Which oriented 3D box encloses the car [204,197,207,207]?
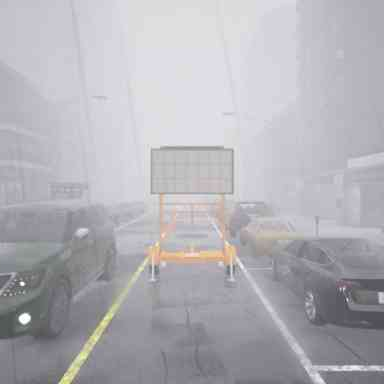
[{"bbox_3d":[2.889,1.545,40.026,2.008,1.369,4.403,0,0,0],"label":"car"}]

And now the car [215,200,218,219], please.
[{"bbox_3d":[2.876,1.523,23.625,1.752,1.417,4.829,0,0,0],"label":"car"}]

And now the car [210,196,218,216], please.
[{"bbox_3d":[2.880,1.436,28.979,1.967,1.590,4.097,0,0,0],"label":"car"}]

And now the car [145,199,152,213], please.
[{"bbox_3d":[-5.641,1.561,34.497,1.947,1.339,4.313,0,0,0],"label":"car"}]

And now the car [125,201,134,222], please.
[{"bbox_3d":[-5.650,1.542,23.447,1.887,1.381,4.507,0,0,0],"label":"car"}]

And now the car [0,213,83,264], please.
[{"bbox_3d":[-5.660,1.581,12.396,1.802,1.307,4.206,0,0,0],"label":"car"}]

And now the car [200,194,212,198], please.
[{"bbox_3d":[2.903,1.307,56.597,2.192,1.841,5.009,0,0,0],"label":"car"}]

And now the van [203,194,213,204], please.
[{"bbox_3d":[2.908,1.332,62.120,1.690,1.788,3.998,0,0,0],"label":"van"}]

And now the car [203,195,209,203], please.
[{"bbox_3d":[2.894,1.544,45.549,2.008,1.369,4.403,0,0,0],"label":"car"}]

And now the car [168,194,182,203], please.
[{"bbox_3d":[-3.026,1.469,57.206,1.882,1.535,5.008,0,0,0],"label":"car"}]

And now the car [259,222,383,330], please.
[{"bbox_3d":[2.862,1.565,6.884,1.947,1.339,4.313,0,0,0],"label":"car"}]

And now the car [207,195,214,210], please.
[{"bbox_3d":[2.885,1.435,34.502,1.967,1.590,4.097,0,0,0],"label":"car"}]

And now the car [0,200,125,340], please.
[{"bbox_3d":[-3.096,1.221,6.881,2.150,2.045,5.566,0,0,0],"label":"car"}]

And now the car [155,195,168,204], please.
[{"bbox_3d":[-5.618,1.431,62.122,1.967,1.590,4.097,0,0,0],"label":"car"}]

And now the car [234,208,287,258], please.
[{"bbox_3d":[2.867,1.524,12.578,1.752,1.417,4.829,0,0,0],"label":"car"}]

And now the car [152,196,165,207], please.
[{"bbox_3d":[-5.627,1.575,51.072,1.802,1.307,4.206,0,0,0],"label":"car"}]

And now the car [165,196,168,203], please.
[{"bbox_3d":[-5.623,1.558,56.597,1.947,1.339,4.313,0,0,0],"label":"car"}]

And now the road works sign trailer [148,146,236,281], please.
[{"bbox_3d":[0.006,0.464,9.790,2.380,3.560,2.880,0,0,0],"label":"road works sign trailer"}]

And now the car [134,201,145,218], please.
[{"bbox_3d":[-5.646,1.562,28.971,1.947,1.339,4.313,0,0,0],"label":"car"}]

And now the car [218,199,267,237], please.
[{"bbox_3d":[2.871,1.313,17.931,2.192,1.841,5.009,0,0,0],"label":"car"}]

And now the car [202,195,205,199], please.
[{"bbox_3d":[2.898,1.559,51.073,1.947,1.339,4.313,0,0,0],"label":"car"}]
